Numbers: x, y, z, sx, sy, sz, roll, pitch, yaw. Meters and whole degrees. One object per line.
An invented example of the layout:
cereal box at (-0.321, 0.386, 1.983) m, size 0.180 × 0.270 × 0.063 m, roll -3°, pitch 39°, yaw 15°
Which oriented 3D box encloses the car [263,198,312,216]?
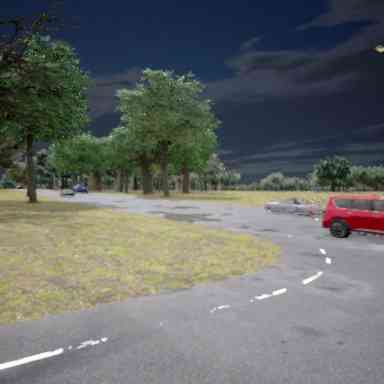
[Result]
car at (8.166, 1.179, 27.446) m, size 1.895 × 1.301 × 4.718 m, roll -1°, pitch 2°, yaw -35°

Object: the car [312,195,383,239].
car at (8.561, 1.187, 14.794) m, size 2.150 × 2.045 × 5.566 m, roll -1°, pitch 1°, yaw -35°

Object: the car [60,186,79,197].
car at (-21.652, 0.151, 57.767) m, size 2.033 × 1.411 × 5.357 m, roll -1°, pitch 2°, yaw -31°

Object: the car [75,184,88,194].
car at (-25.036, -0.667, 74.176) m, size 2.150 × 2.045 × 5.566 m, roll -1°, pitch 2°, yaw -35°
